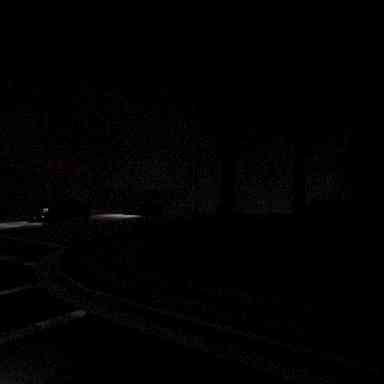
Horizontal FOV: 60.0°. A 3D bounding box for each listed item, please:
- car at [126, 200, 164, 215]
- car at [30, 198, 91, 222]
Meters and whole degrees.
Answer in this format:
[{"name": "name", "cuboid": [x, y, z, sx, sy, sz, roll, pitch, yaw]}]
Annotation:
[{"name": "car", "cuboid": [-4.781, 1.526, 34.682, 1.812, 1.442, 4.674, 0, 0, 34]}, {"name": "car", "cuboid": [-10.366, 1.353, 26.406, 2.097, 1.767, 4.553, 0, 0, 34]}]
